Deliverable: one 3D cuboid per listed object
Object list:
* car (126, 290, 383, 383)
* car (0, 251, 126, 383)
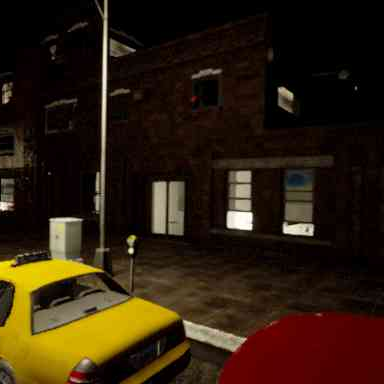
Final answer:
[{"bbox_3d":[2.344,1.326,1.183,5.009,1.841,2.192,1,1,36],"label":"car"},{"bbox_3d":[-2.297,1.488,4.502,4.829,1.417,1.752,1,1,36],"label":"car"}]
